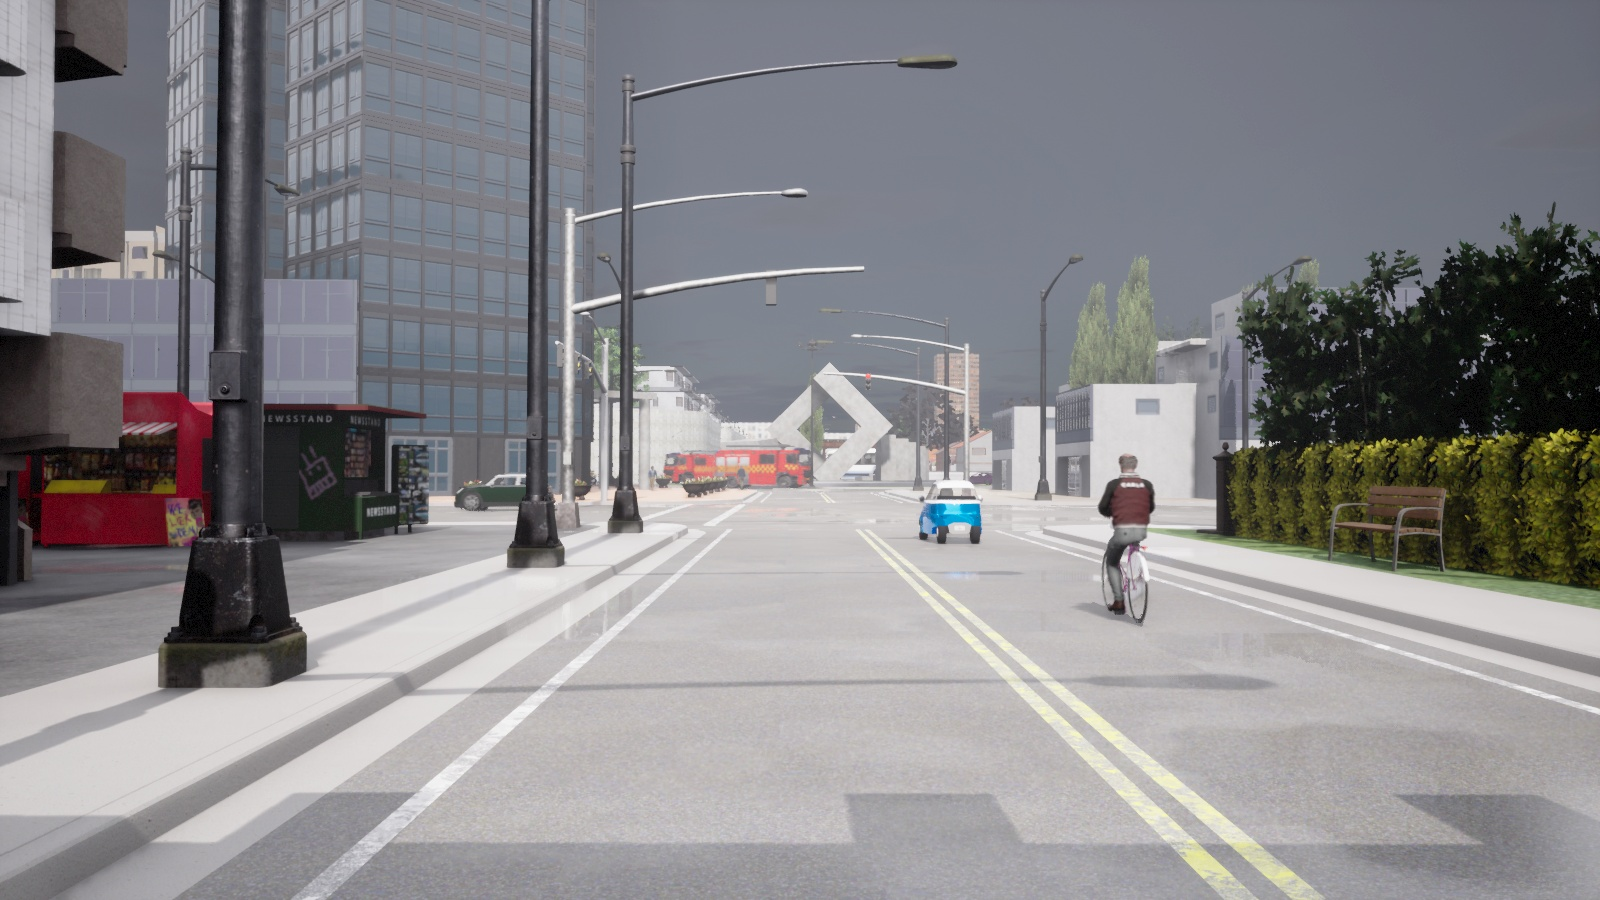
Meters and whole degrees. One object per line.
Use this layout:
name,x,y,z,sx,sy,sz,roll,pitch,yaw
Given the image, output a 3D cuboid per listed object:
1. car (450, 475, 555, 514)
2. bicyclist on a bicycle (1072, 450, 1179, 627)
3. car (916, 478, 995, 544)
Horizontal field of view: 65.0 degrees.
car,-12.006,1.782,50.878,3.806,1.475,1.970,-1,-1,-1
bicyclist on a bicycle,3.465,0.898,13.525,0.659,1.776,1.843,0,-1,0
car,3.429,1.324,27.981,1.481,1.376,2.207,0,-1,0
